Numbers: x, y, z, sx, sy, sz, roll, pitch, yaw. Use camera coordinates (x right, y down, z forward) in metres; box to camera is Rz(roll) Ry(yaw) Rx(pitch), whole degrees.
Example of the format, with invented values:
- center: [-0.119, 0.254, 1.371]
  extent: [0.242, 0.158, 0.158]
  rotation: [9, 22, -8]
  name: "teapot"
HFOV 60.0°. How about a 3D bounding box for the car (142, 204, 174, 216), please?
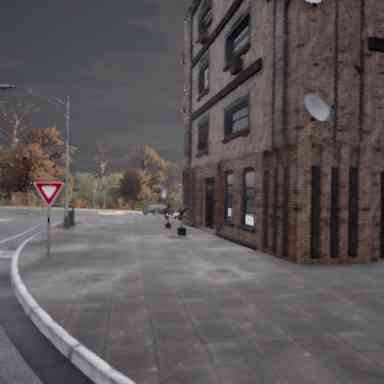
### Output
- center: [-4.264, 2.248, 42.060]
  extent: [1.812, 1.442, 4.674]
  rotation: [1, -3, 37]
  name: "car"
